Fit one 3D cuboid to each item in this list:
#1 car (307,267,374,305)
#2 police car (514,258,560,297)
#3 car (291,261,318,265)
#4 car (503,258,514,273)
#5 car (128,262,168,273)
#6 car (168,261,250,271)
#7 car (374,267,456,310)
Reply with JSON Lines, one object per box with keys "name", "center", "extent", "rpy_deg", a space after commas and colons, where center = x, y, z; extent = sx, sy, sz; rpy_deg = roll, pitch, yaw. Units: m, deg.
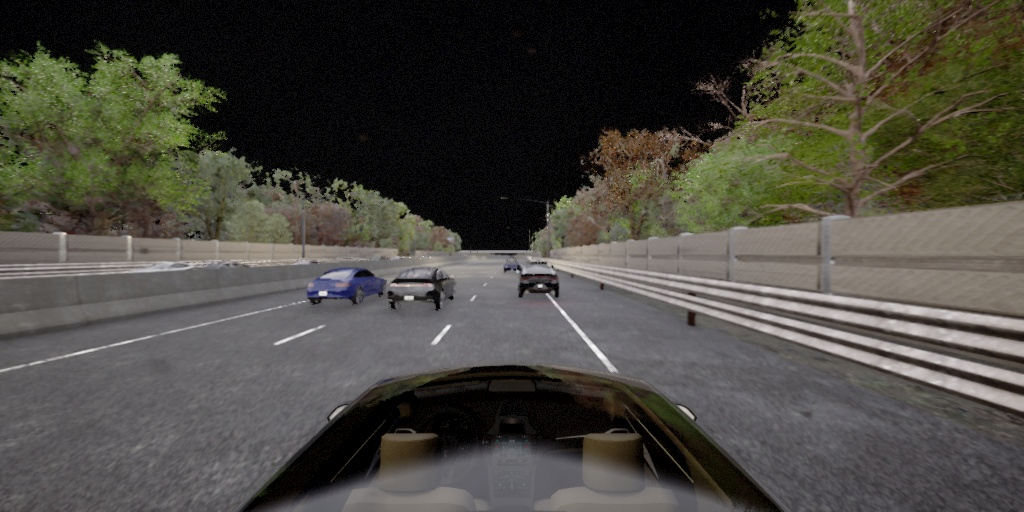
{"name": "car", "center": [-6.897, 1.195, 15.394], "extent": [1.812, 1.442, 4.674], "rpy_deg": [0, 0, 0]}
{"name": "police car", "center": [1.224, 1.079, 18.161], "extent": [1.930, 1.638, 5.238], "rpy_deg": [0, 0, 0]}
{"name": "car", "center": [-17.588, 1.117, 30.344], "extent": [1.812, 1.442, 4.674], "rpy_deg": [0, 0, 0]}
{"name": "car", "center": [0.026, 1.142, 39.611], "extent": [1.895, 1.301, 4.718], "rpy_deg": [0, 0, 0]}
{"name": "car", "center": [-24.595, 1.143, 25.580], "extent": [1.812, 1.442, 4.674], "rpy_deg": [0, 0, 0]}
{"name": "car", "center": [-21.096, 1.108, 25.730], "extent": [2.128, 1.511, 4.902], "rpy_deg": [0, 0, 0]}
{"name": "car", "center": [-3.400, 1.166, 14.263], "extent": [2.128, 1.511, 4.902], "rpy_deg": [0, 0, 0]}
